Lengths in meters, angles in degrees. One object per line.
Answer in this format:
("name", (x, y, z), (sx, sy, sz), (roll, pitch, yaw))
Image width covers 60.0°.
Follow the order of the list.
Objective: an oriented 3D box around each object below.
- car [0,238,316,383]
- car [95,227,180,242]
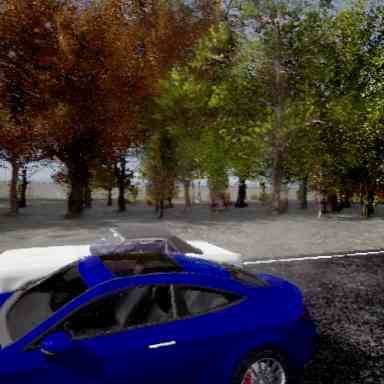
("car", (-0.848, 1.428, 3.478), (4.674, 1.442, 1.812), (1, 1, -24))
("car", (-1.422, 1.429, 6.779), (4.718, 1.301, 1.895), (1, 1, -24))
